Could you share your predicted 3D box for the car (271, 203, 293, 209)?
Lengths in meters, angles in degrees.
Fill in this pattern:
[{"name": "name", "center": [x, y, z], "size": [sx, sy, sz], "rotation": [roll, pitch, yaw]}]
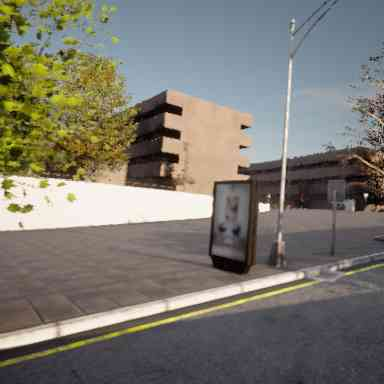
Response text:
[{"name": "car", "center": [17.207, 2.893, 63.910], "size": [1.882, 1.535, 5.008], "rotation": [6, -5, -24]}]
